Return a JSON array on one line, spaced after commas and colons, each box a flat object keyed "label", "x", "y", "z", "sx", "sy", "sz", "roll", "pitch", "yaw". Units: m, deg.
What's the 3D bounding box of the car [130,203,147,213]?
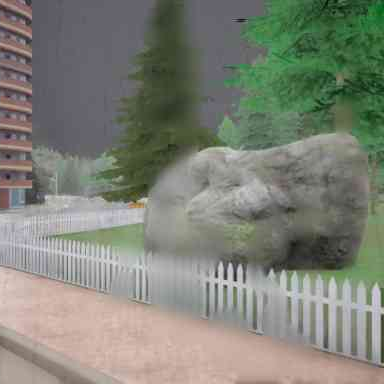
[{"label": "car", "x": -5.120, "y": 1.422, "z": 35.784, "sx": 1.882, "sy": 1.535, "sz": 5.008, "roll": 0, "pitch": 0, "yaw": 8}]
